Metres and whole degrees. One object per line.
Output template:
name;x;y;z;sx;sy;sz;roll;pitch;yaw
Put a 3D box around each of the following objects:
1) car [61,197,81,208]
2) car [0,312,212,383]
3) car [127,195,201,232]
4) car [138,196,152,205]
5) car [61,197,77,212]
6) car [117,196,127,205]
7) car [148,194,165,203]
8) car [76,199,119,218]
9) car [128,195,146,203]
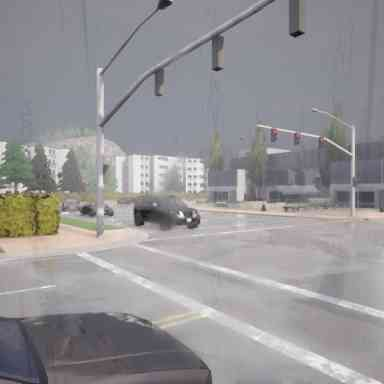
car;-17.891;1.492;49.284;2.128;1.511;4.902;0;0;-13
car;-2.361;1.547;2.080;5.357;1.411;2.033;0;0;-35
car;-1.755;1.220;20.833;2.150;2.045;5.566;0;0;-36
car;-8.632;1.505;61.169;1.837;1.490;4.892;0;0;-1
car;-14.460;1.526;39.647;1.812;1.442;4.674;0;0;-24
car;-12.061;1.492;58.853;2.128;1.511;4.902;0;0;-4
car;-7.538;1.354;70.934;2.097;1.767;4.553;0;0;17
car;-8.635;1.563;30.209;1.994;1.385;4.181;0;0;-36
car;-11.381;1.477;68.885;1.882;1.535;5.008;0;0;14
